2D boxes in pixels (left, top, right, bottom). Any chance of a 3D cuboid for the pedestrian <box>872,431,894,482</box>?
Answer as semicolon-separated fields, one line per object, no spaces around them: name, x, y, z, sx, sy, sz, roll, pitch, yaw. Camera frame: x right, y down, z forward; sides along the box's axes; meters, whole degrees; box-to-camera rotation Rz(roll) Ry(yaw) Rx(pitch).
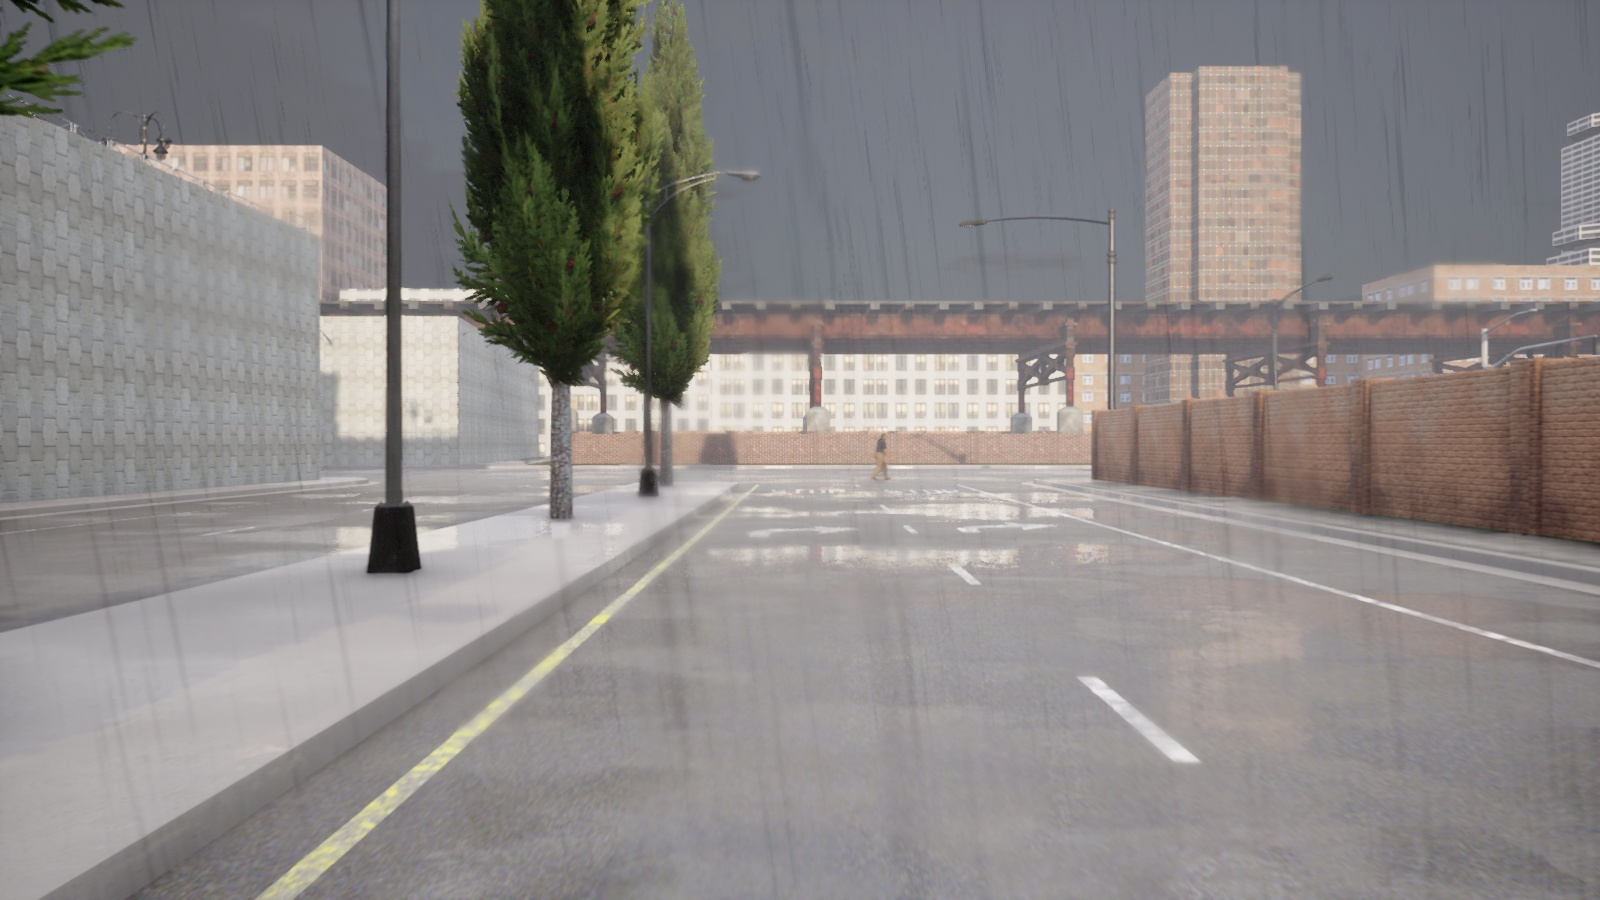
pedestrian;3.048;0.235;46.175;0.694;1.848;0.540;0;0;-11
